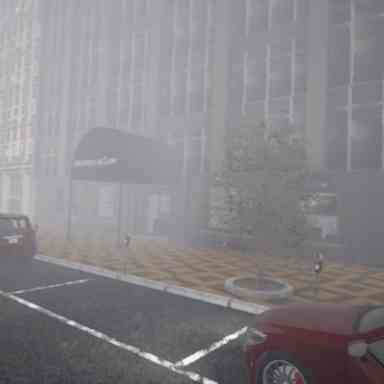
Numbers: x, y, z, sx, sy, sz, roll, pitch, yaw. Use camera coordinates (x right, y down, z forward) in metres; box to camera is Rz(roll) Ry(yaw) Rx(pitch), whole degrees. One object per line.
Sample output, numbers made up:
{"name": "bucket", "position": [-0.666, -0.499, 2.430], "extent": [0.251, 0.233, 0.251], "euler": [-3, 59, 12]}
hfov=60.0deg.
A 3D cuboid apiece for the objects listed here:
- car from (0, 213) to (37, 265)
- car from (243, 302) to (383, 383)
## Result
{"name": "car", "position": [-7.584, 1.658, 12.136], "extent": [5.009, 1.841, 2.192], "euler": [0, -2, 39]}
{"name": "car", "position": [2.783, 1.777, 3.379], "extent": [4.674, 1.442, 1.812], "euler": [0, -3, 39]}
